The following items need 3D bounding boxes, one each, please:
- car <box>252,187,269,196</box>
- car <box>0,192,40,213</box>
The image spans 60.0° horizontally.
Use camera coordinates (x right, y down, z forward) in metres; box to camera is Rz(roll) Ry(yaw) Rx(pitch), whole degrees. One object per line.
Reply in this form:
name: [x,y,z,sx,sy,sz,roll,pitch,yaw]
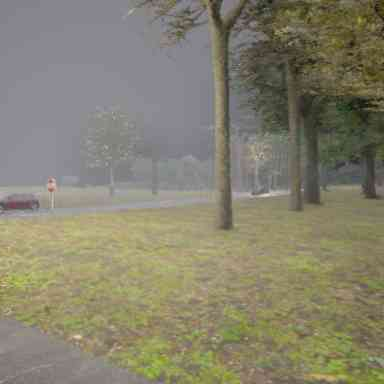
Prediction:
car: [11.962,-0.190,57.983,2.128,1.511,4.902,-2,1,31]
car: [-15.935,0.866,29.294,2.097,1.767,4.553,-2,-1,34]
